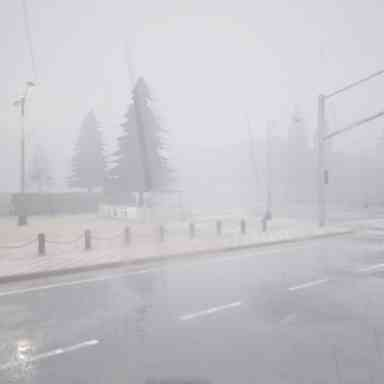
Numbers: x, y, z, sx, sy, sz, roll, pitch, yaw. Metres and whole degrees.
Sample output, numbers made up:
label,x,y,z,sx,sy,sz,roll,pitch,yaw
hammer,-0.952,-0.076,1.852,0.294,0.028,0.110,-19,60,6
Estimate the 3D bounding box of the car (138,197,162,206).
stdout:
label,x,y,z,sx,sy,sz,roll,pitch,yaw
car,-6.253,1.451,49.104,1.837,1.490,4.892,0,0,-35
